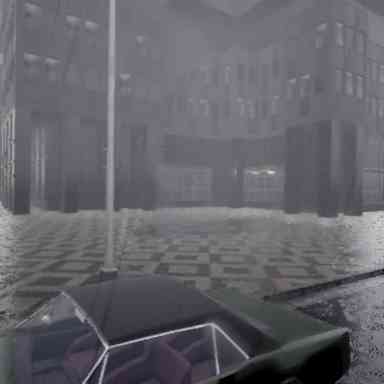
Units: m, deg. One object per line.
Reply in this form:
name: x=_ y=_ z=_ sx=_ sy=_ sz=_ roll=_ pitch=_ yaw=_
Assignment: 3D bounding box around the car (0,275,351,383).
car: x=-0.818 y=1.570 z=2.831 sx=4.718 sy=1.301 sz=1.895 roll=0 pitch=0 yaw=-33
